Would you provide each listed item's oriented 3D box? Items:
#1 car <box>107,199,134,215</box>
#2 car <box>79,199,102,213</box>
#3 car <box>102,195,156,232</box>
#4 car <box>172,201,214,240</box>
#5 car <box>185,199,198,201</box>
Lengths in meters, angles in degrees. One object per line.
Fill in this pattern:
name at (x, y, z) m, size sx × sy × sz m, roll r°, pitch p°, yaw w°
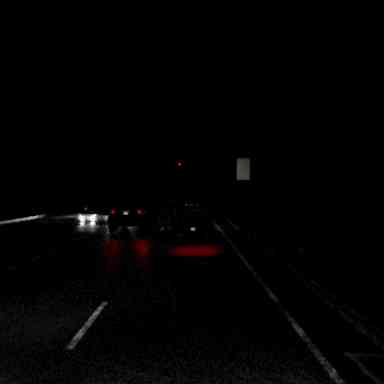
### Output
car at (-7.213, 1.505, 33.985) m, size 1.812 × 1.442 × 4.674 m, roll 0°, pitch 0°, yaw 0°
car at (-10.709, 1.471, 36.039) m, size 2.128 × 1.511 × 4.902 m, roll 0°, pitch 0°, yaw 0°
car at (-3.481, 1.208, 20.106) m, size 2.150 × 2.045 × 5.566 m, roll 0°, pitch 0°, yaw 0°
car at (0.035, 1.467, 16.982) m, size 1.882 × 1.535 × 5.008 m, roll 0°, pitch 0°, yaw 0°
car at (-0.051, 1.469, 34.479) m, size 2.128 × 1.511 × 4.902 m, roll 0°, pitch 0°, yaw 0°
